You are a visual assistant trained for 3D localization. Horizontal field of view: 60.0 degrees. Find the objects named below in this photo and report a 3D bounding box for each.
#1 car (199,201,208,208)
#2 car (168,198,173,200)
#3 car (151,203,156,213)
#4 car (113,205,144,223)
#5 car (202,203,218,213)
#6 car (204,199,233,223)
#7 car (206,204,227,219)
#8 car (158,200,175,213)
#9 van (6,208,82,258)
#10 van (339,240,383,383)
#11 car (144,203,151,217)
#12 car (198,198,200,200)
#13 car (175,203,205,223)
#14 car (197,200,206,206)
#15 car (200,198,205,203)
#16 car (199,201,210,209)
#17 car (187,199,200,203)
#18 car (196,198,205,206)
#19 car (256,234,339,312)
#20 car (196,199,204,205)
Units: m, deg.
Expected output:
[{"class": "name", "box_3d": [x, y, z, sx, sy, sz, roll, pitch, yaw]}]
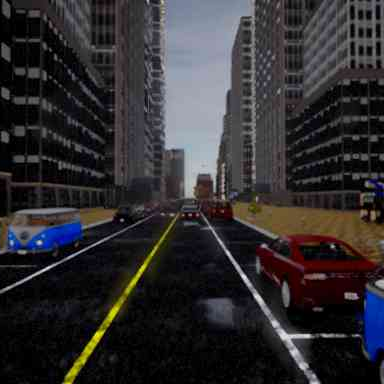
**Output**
[{"class": "car", "box_3d": [2.316, 2.510, 68.959, 1.752, 1.417, 4.829, 0, -1, 0]}, {"class": "car", "box_3d": [-6.125, 2.737, 79.818, 1.802, 1.307, 4.206, 0, -1, 0]}, {"class": "car", "box_3d": [-5.939, 2.263, 46.586, 1.802, 1.307, 4.206, 0, -1, 0]}, {"class": "car", "box_3d": [-5.846, 2.010, 29.970, 1.947, 1.339, 4.313, 0, -1, 0]}, {"class": "car", "box_3d": [2.441, 2.233, 46.634, 1.947, 1.339, 4.313, 0, -1, 0]}, {"class": "car", "box_3d": [2.534, 1.744, 30.021, 2.192, 1.841, 5.009, 0, -1, 0]}, {"class": "car", "box_3d": [2.503, 2.053, 35.557, 1.887, 1.381, 4.507, 0, -1, 0]}, {"class": "car", "box_3d": [-3.254, 2.235, 46.074, 1.994, 1.385, 4.181, 0, -1, 0]}, {"class": "van", "box_3d": [-5.753, 1.546, 13.358, 1.690, 1.788, 3.998, 0, -1, 0]}, {"class": "van", "box_3d": [2.803, 1.372, 2.333, 1.690, 1.788, 3.998, 0, -1, 0]}, {"class": "car", "box_3d": [-5.877, 2.074, 35.508, 2.008, 1.369, 4.403, 0, -1, 0]}, {"class": "car", "box_3d": [2.411, 2.061, 52.177, 2.192, 1.841, 5.009, 0, -1, 0]}, {"class": "car", "box_3d": [-0.151, 1.982, 30.039, 2.033, 1.411, 5.357, 0, -1, 0]}, {"class": "car", "box_3d": [2.255, 2.706, 79.866, 1.947, 1.339, 4.313, 0, -1, 0]}, {"class": "car", "box_3d": [2.472, 1.903, 41.099, 2.192, 1.841, 5.009, 0, -1, 0]}, {"class": "car", "box_3d": [2.348, 2.454, 63.250, 2.008, 1.369, 4.403, 0, -1, 0]}, {"class": "car", "box_3d": [-0.193, 2.137, 44.715, 2.128, 1.511, 4.902, 0, -1, 0]}, {"class": "car", "box_3d": [2.224, 2.534, 85.408, 2.192, 1.841, 5.009, 0, -1, 0]}, {"class": "car", "box_3d": [2.681, 1.655, 7.867, 1.887, 1.381, 4.507, 0, -1, 0]}, {"class": "car", "box_3d": [2.192, 2.737, 90.945, 1.967, 1.590, 4.097, 0, -1, 0]}]
